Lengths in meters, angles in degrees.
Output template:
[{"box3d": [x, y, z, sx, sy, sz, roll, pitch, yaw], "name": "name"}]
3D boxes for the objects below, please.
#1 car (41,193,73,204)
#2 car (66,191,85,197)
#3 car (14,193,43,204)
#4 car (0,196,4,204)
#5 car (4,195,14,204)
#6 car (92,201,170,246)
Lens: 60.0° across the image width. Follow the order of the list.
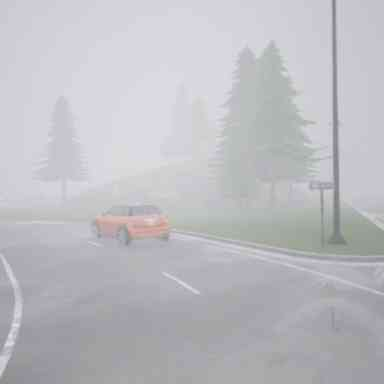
[{"box3d": [-26.094, 1.482, 64.486, 2.128, 1.511, 4.902, -1, 0, 22], "name": "car"}, {"box3d": [-27.590, 1.018, 79.403, 2.128, 1.511, 4.902, -1, 0, 22], "name": "car"}, {"box3d": [-30.268, 1.252, 63.521, 2.150, 2.045, 5.566, -1, 0, 22], "name": "car"}, {"box3d": [-36.727, 1.462, 66.214, 2.097, 1.767, 4.553, -1, 0, 22], "name": "car"}, {"box3d": [-33.494, 1.591, 64.869, 1.812, 1.442, 4.674, -1, 0, 22], "name": "car"}, {"box3d": [-2.942, 1.292, 15.325, 2.097, 1.767, 4.553, -1, 1, -36], "name": "car"}]
